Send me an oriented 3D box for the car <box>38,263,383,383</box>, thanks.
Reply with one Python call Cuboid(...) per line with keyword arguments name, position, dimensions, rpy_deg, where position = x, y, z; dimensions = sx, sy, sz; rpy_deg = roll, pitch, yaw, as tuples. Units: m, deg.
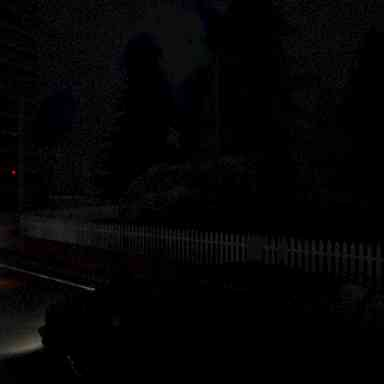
Cuboid(name="car", position=(0.574, 1.547, 3.585), dimensions=(5.357, 1.411, 2.033), rpy_deg=(0, 0, 36))
